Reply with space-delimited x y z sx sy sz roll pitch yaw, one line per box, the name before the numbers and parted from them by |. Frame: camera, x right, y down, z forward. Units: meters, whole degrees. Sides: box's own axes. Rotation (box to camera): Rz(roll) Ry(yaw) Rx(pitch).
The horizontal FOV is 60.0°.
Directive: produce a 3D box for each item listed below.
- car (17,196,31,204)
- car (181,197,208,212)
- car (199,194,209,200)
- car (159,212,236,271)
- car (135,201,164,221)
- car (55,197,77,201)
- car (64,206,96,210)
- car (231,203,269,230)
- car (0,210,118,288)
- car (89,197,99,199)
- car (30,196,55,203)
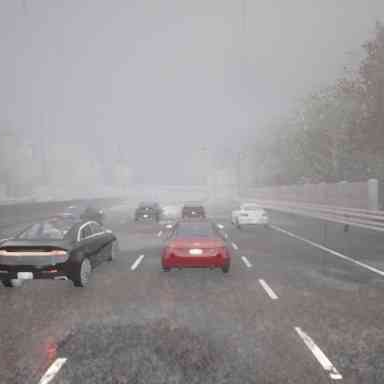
car | -27.987 1.491 57.008 1.882 1.535 5.008 0 0 1
car | 0.118 1.478 28.318 1.882 1.535 5.008 0 0 0
car | 3.552 1.511 88.637 1.812 1.442 4.674 0 0 0
car | 0.107 1.561 10.867 1.994 1.385 4.181 0 0 0
car | -3.384 1.504 26.762 1.837 1.490 4.892 0 0 0
car | -21.008 1.538 56.458 1.812 1.442 4.674 0 0 1
car | -6.886 1.546 20.588 2.033 1.411 5.357 0 0 0
car | 3.512 1.425 20.636 1.812 1.442 4.674 0 0 0
car | -3.394 1.489 9.200 2.128 1.511 4.902 0 0 0
car | -17.488 1.562 59.309 2.033 1.411 5.357 0 0 1
car | -24.495 1.560 56.029 2.033 1.411 5.357 0 0 1
